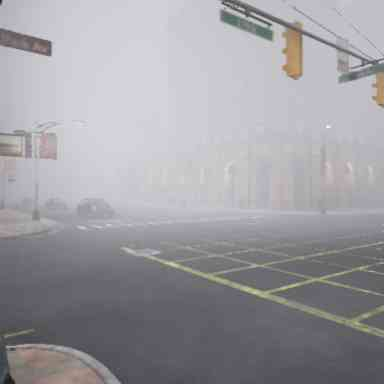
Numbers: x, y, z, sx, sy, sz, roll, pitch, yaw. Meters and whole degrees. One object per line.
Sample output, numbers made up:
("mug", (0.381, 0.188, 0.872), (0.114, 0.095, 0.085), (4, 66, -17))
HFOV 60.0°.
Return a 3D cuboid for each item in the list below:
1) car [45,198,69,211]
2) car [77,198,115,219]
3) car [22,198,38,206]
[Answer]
("car", (-16.749, 1.528, 40.996), (1.812, 1.442, 4.674), (0, 0, -35))
("car", (-8.553, 1.355, 29.393), (2.097, 1.767, 4.553), (0, 0, -36))
("car", (-26.969, 1.603, 55.357), (1.895, 1.301, 4.718), (0, 0, -35))
